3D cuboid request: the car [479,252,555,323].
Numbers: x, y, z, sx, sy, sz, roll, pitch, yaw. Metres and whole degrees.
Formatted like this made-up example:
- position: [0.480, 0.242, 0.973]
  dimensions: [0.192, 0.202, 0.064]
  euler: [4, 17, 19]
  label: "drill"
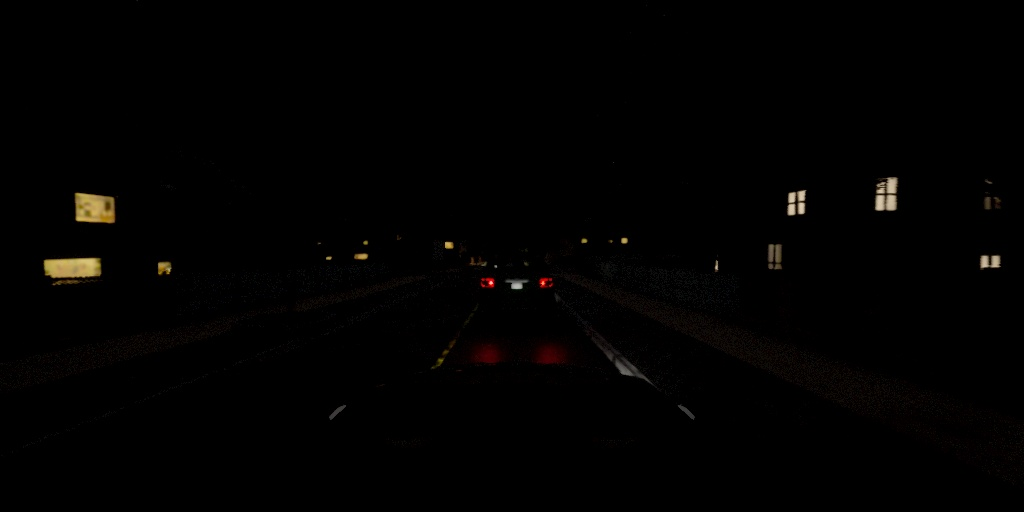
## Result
- position: [0.137, 0.921, 12.040]
  dimensions: [2.150, 2.045, 5.566]
  euler: [0, -1, 0]
  label: "car"
